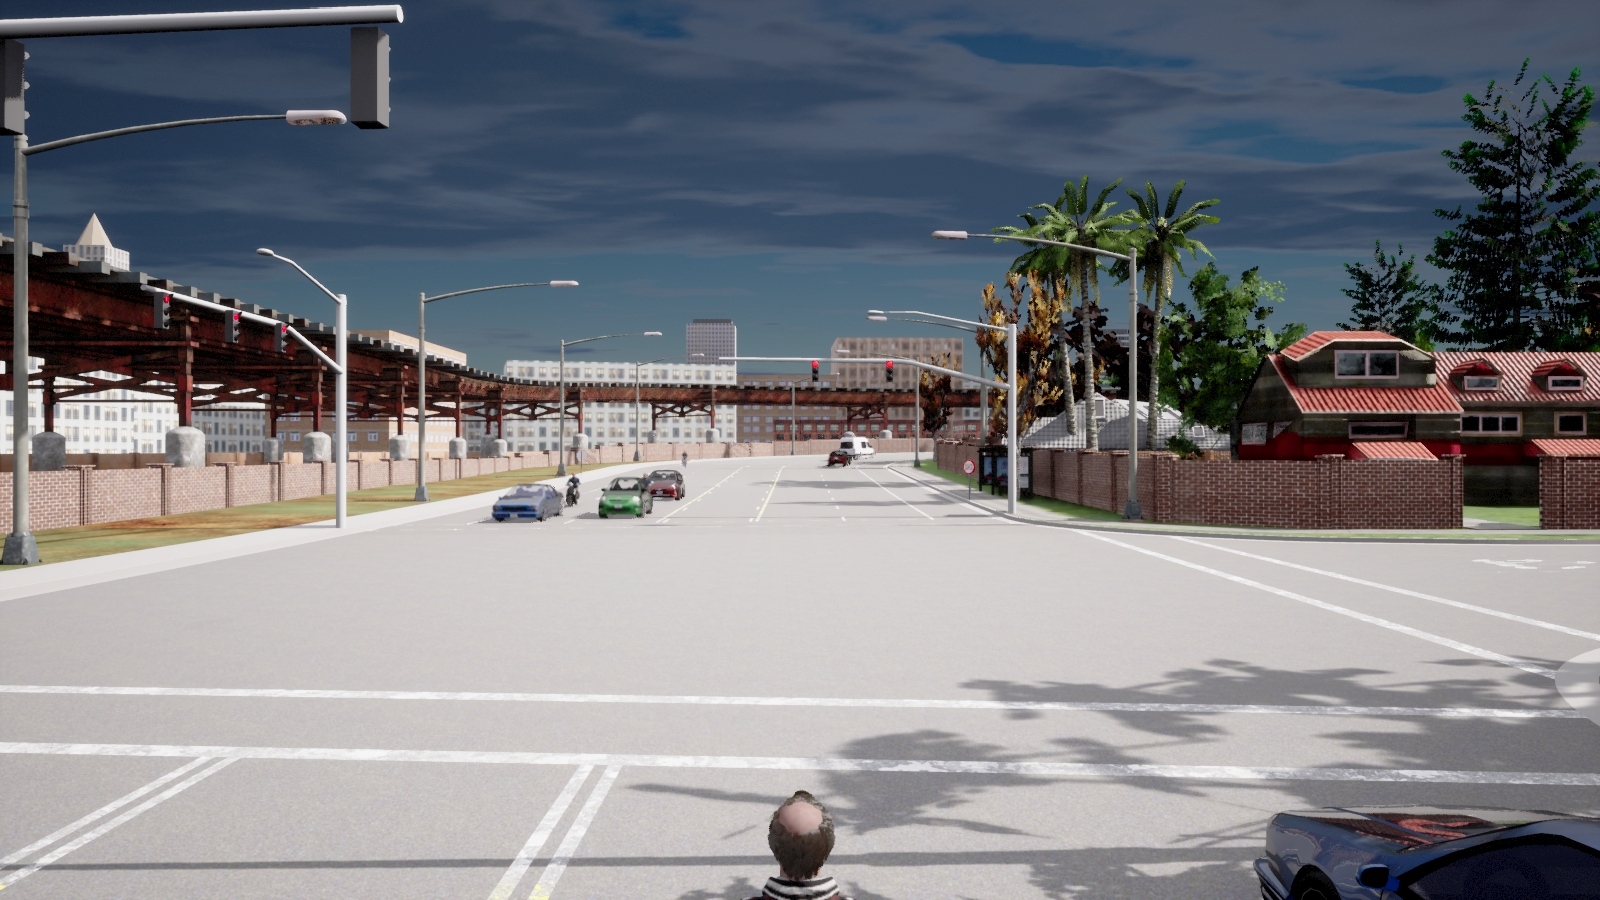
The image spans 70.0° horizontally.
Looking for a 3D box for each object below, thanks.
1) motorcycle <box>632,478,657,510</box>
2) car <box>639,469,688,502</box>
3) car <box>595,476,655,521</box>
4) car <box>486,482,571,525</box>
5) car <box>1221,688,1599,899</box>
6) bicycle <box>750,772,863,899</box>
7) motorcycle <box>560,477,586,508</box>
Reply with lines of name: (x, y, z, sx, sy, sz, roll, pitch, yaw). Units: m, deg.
motorcycle: (-7.049, 1.981, 51.890, 0.856, 1.341, 1.805, 0, 1, 0)
car: (-7.040, 1.804, 59.492, 2.007, 1.525, 4.514, 0, 1, 0)
car: (-7.028, 1.913, 46.225, 1.851, 1.617, 3.988, 0, 0, 0)
car: (-10.528, 2.032, 44.714, 2.033, 1.411, 5.357, 0, 0, 0)
car: (3.467, 2.106, 4.038, 2.033, 1.411, 5.357, 0, 0, 1)
bicycle: (0.019, 2.048, 3.681, 0.329, 1.496, 1.835, 0, 0, 0)
motorcycle: (-10.498, 1.973, 52.912, 0.856, 1.341, 1.805, 0, 1, 0)
